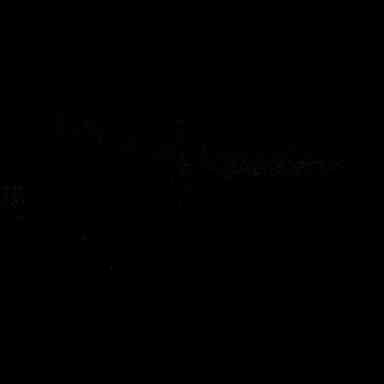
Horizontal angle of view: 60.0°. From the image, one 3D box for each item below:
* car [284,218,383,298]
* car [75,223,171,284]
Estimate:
[{"bbox_3d":[4.611,1.786,9.982,1.905,1.878,3.866,2,-2,-29],"label":"car"},{"bbox_3d":[-2.442,1.828,11.060,2.242,1.667,4.611,2,-2,-29],"label":"car"}]
